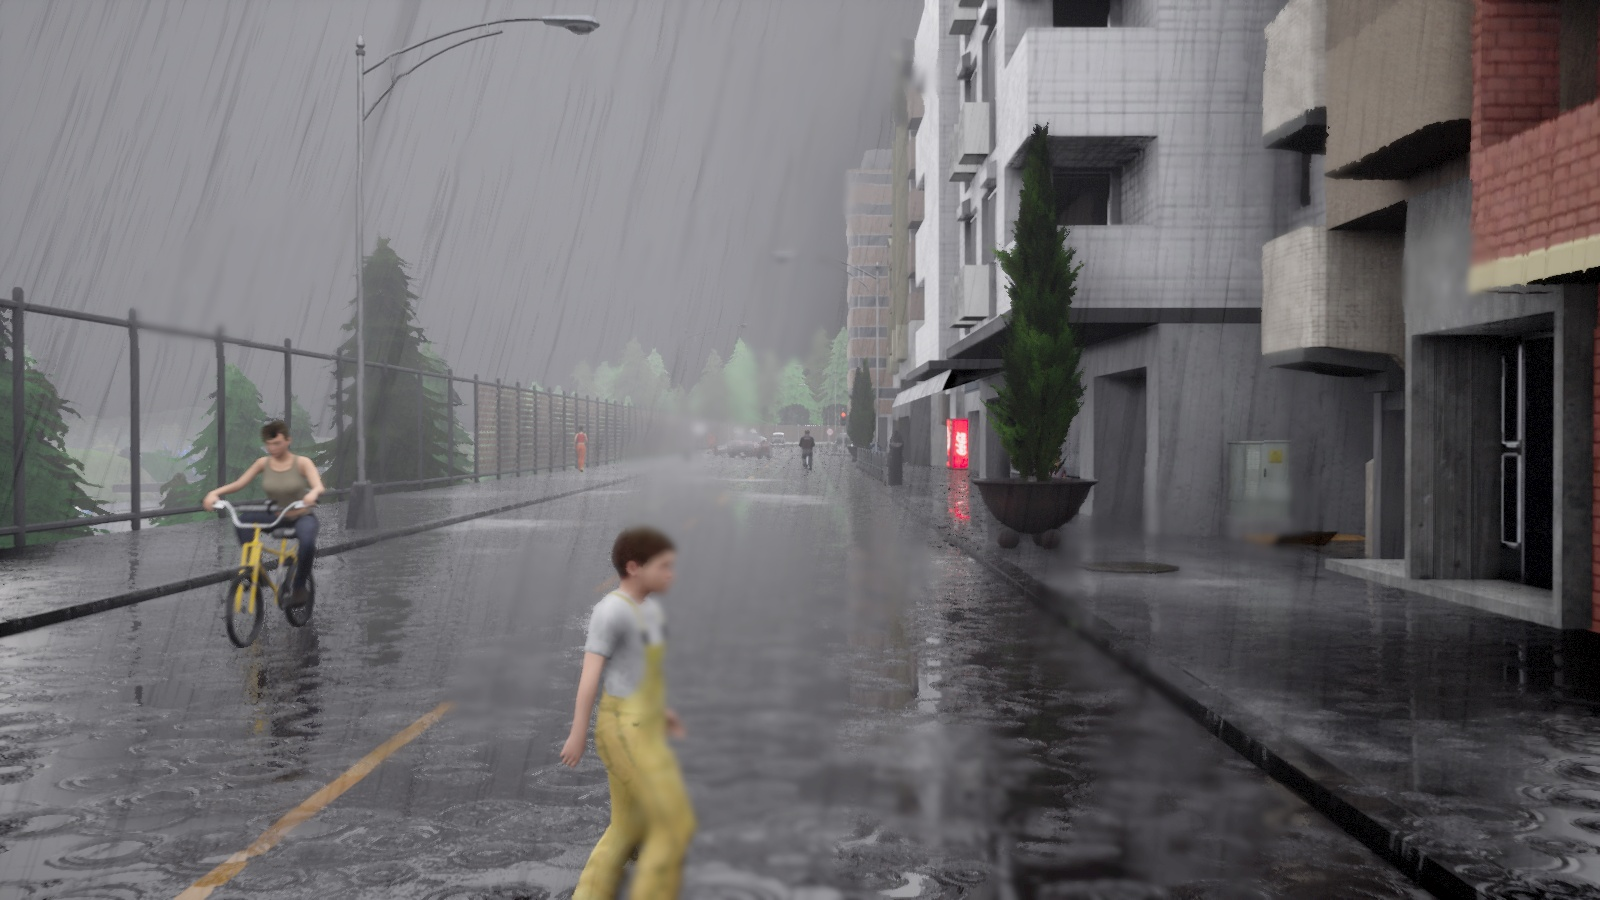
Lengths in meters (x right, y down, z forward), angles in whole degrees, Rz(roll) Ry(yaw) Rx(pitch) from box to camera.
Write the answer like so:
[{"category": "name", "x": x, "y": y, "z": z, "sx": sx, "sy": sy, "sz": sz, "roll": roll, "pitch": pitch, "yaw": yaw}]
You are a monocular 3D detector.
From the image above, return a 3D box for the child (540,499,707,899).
[{"category": "child", "x": -0.518, "y": 0.786, "z": 3.731, "sx": 0.437, "sy": 1.263, "sz": 0.270, "roll": 0, "pitch": 1, "yaw": 6}]

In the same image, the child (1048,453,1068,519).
[{"category": "child", "x": 4.426, "y": 0.613, "z": 21.572, "sx": 0.255, "sy": 1.110, "sz": 0.394, "roll": 0, "pitch": 1, "yaw": 0}]

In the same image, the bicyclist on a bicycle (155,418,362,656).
[{"category": "bicyclist on a bicycle", "x": -3.933, "y": 0.582, "z": 9.273, "sx": 0.866, "sy": 1.612, "sz": 1.509, "roll": 0, "pitch": 1, "yaw": 0}]

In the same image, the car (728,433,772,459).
[{"category": "car", "x": -3.355, "y": -0.288, "z": 85.010, "sx": 2.097, "sy": 1.767, "sz": 4.553, "roll": 0, "pitch": 1, "yaw": 10}]

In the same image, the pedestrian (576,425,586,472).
[{"category": "pedestrian", "x": -8.689, "y": -0.072, "z": 49.800, "sx": 0.345, "sy": 1.836, "sz": 0.594, "roll": 0, "pitch": 1, "yaw": -3}]
